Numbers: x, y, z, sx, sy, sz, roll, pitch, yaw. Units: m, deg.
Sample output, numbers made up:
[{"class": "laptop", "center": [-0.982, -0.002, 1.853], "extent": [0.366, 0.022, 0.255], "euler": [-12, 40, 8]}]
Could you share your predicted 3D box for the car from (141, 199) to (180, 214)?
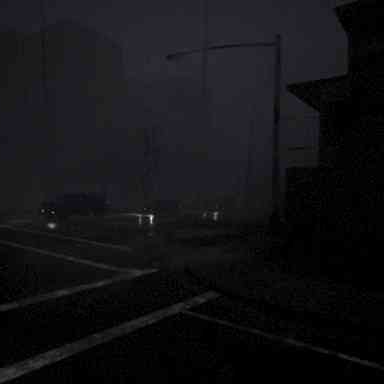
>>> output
[{"class": "car", "center": [-3.183, 1.488, 34.493], "extent": [1.837, 1.490, 4.892], "euler": [2, 0, 36]}]

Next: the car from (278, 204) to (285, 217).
[{"class": "car", "center": [10.858, 1.904, 35.686], "extent": [1.882, 1.535, 5.008], "euler": [2, 0, 36]}]

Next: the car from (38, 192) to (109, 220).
[{"class": "car", "center": [-9.138, 1.041, 26.221], "extent": [2.150, 2.045, 5.566], "euler": [2, 0, 36]}]

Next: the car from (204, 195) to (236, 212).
[{"class": "car", "center": [3.781, 1.465, 44.136], "extent": [2.150, 2.045, 5.566], "euler": [2, 0, 36]}]
